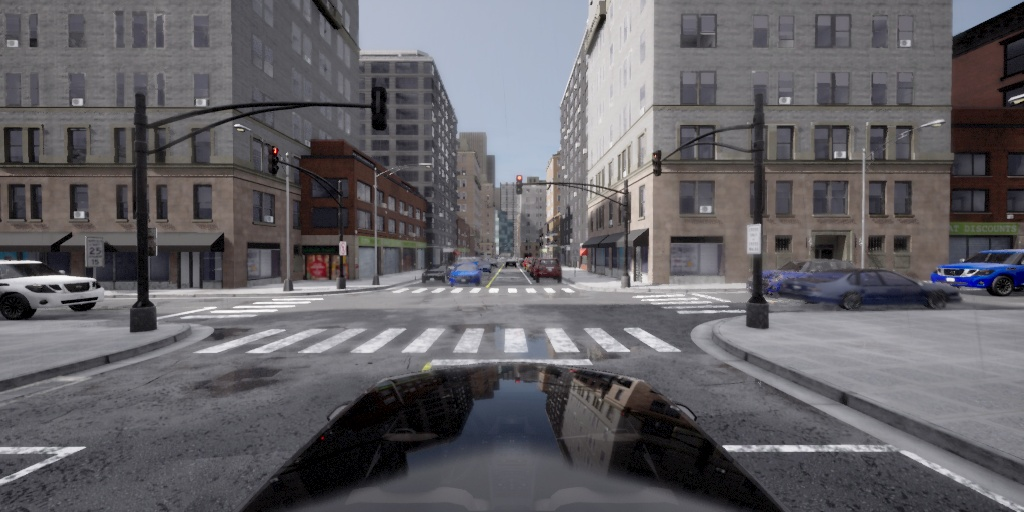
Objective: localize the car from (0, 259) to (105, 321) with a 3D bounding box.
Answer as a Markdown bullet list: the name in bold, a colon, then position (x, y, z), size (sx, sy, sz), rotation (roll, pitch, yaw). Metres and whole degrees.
- **car**: position (-18.453, 1.145, 12.964), size (5.566, 2.045, 2.150), rotation (-1, 1, -2)

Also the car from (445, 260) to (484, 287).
- **car**: position (-3.106, 1.231, 24.466), size (1.882, 1.535, 5.008), rotation (0, 0, -3)

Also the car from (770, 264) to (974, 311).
- **car**: position (13.011, 1.175, 13.228), size (5.357, 1.411, 2.033), rotation (-1, 1, -1)

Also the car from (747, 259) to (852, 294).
- **car**: position (13.399, 0.938, 16.423), size (4.553, 1.767, 2.097), rotation (-1, 1, -1)

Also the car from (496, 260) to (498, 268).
- **car**: position (-3.306, 1.256, 59.245), size (1.837, 1.490, 4.892), rotation (0, 0, 0)

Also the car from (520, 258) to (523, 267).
- **car**: position (2.638, 1.067, 50.486), size (2.192, 1.841, 5.009), rotation (0, 0, 0)

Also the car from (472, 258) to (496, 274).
- **car**: position (-3.281, 1.302, 41.571), size (2.033, 1.411, 5.357), rotation (0, 0, 0)

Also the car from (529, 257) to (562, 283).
- **car**: position (2.740, 1.068, 28.143), size (2.192, 1.841, 5.009), rotation (0, 0, 0)

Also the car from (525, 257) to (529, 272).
- **car**: position (2.714, 1.069, 33.729), size (2.192, 1.841, 5.009), rotation (0, 0, 0)

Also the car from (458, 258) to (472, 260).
- **car**: position (-5.839, 1.279, 39.104), size (1.751, 1.417, 4.829), rotation (0, 0, 0)

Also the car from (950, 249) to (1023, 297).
- **car**: position (22.974, 0.708, 16.533), size (5.566, 2.045, 2.150), rotation (-1, 1, 0)

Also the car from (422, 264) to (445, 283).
- **car**: position (-5.786, 1.319, 28.103), size (1.948, 1.339, 4.313), rotation (0, 0, 0)

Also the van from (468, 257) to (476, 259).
- **van**: position (-5.866, 1.094, 44.860), size (1.690, 1.789, 3.998), rotation (0, 0, 0)

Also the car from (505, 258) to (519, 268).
- **car**: position (-0.181, 1.226, 61.313), size (1.882, 1.535, 5.008), rotation (0, 0, 0)

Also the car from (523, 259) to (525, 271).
- **car**: position (2.663, 1.279, 45.071), size (1.751, 1.417, 4.829), rotation (0, 0, 0)
